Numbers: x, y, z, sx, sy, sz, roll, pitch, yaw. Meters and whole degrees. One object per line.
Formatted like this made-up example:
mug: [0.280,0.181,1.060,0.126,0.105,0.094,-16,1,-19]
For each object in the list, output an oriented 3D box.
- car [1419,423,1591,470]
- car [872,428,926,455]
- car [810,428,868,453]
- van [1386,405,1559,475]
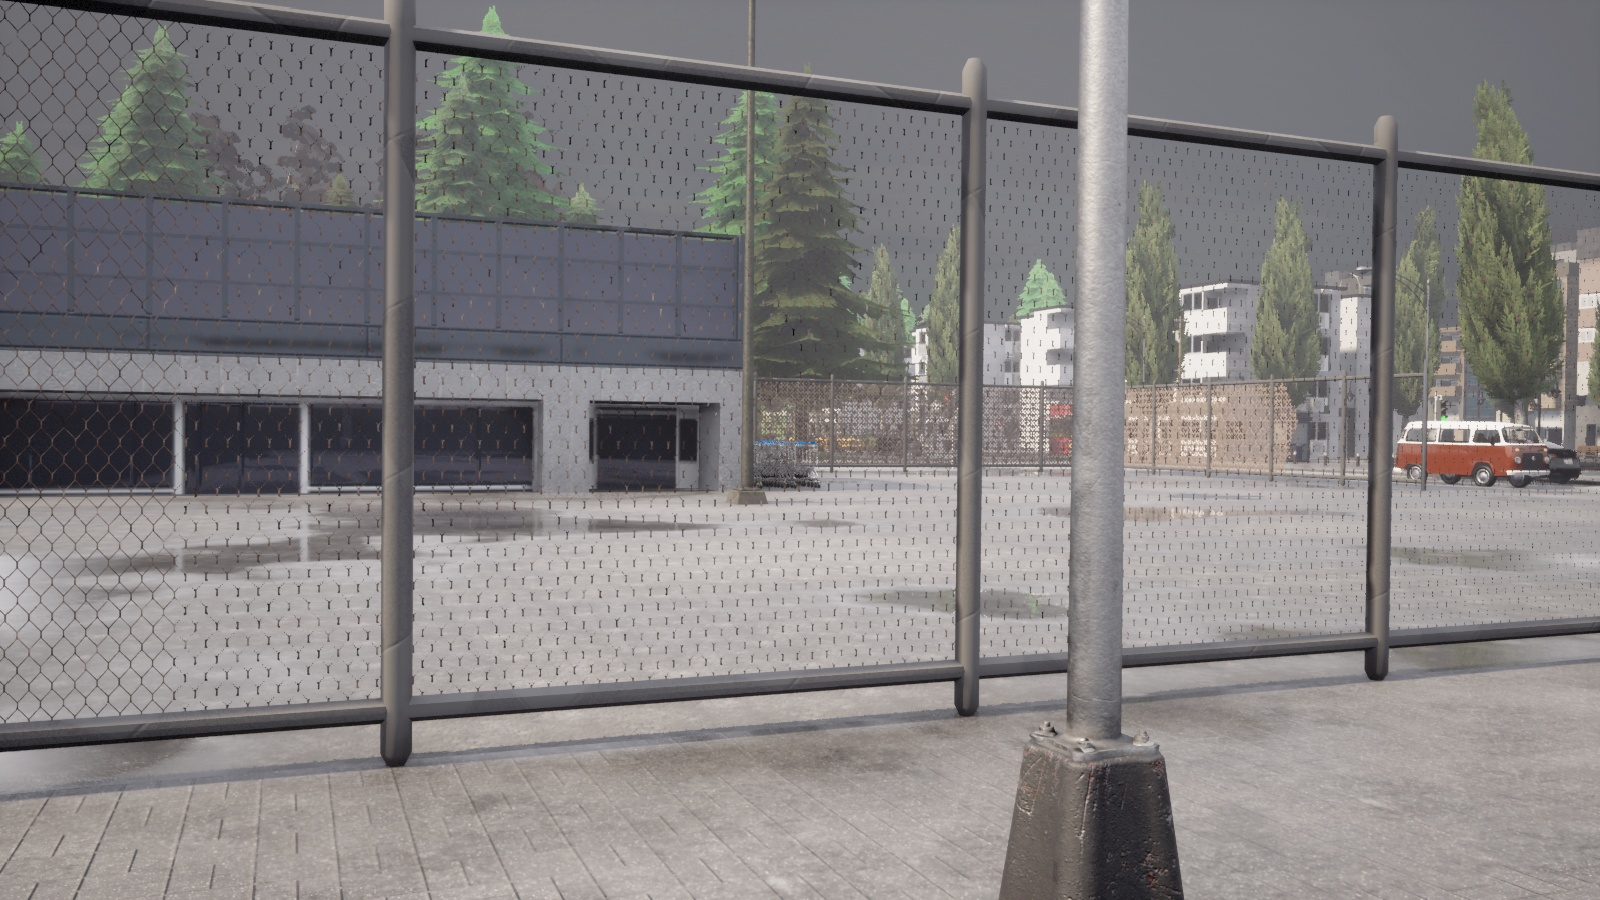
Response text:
car: [23.781,-0.152,42.576,2.163,1.488,4.792,-1,1,-22]
car: [5.938,-0.520,75.749,1.789,1.549,3.705,-1,1,-21]
car: [2.559,-0.657,83.993,1.801,1.575,5.366,-1,1,-22]
van: [20.856,-0.341,39.153,2.069,2.038,4.480,-1,1,-22]
